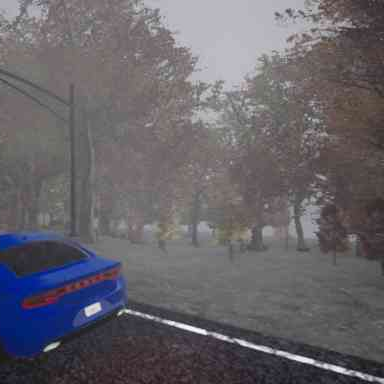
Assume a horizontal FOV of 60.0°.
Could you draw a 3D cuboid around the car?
[{"bbox_3d":[-3.393,1.495,6.027,5.008,1.535,1.882,-1,4,35],"label":"car"}]
